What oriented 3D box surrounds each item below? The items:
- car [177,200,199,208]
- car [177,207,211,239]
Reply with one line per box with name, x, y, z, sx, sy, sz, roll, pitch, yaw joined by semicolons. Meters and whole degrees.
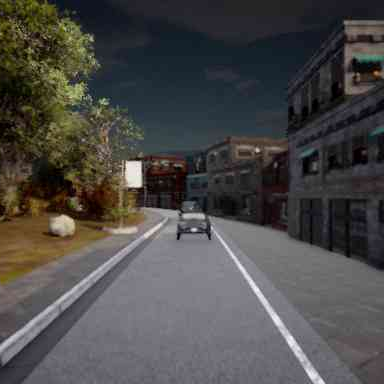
car;-0.441;1.980;37.955;2.150;2.045;5.566;0;-1;-6
car;0.109;1.779;18.865;1.812;1.442;4.674;0;-2;0
